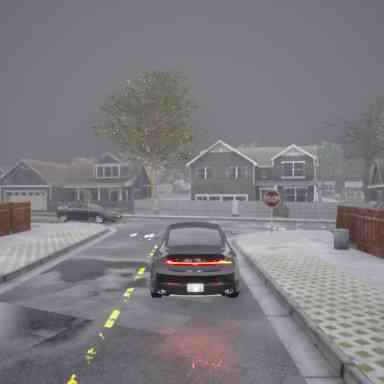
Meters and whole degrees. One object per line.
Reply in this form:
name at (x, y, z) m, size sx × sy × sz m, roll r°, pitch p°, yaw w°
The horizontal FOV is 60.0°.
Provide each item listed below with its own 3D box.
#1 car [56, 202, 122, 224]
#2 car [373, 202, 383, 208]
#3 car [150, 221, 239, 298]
car at (-7.377, 1.472, 23.816) m, size 4.892 × 1.490 × 1.837 m, roll 0°, pitch 0°, yaw 18°
car at (12.637, 1.435, 21.689) m, size 4.553 × 1.767 × 2.097 m, roll 0°, pitch 0°, yaw 18°
car at (0.045, 1.506, 8.517) m, size 1.837 × 1.490 × 4.892 m, roll 0°, pitch 0°, yaw 0°
